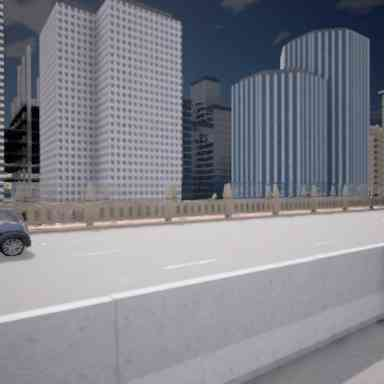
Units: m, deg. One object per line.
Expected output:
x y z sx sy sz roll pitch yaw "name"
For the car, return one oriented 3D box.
-7.984 1.353 11.195 4.553 1.767 2.097 0 0 -35 "car"
